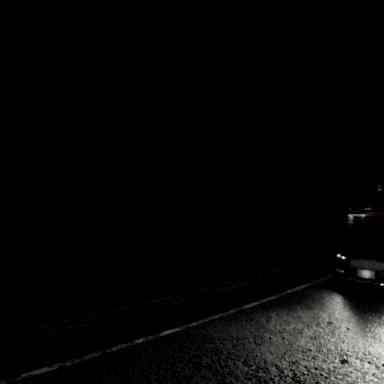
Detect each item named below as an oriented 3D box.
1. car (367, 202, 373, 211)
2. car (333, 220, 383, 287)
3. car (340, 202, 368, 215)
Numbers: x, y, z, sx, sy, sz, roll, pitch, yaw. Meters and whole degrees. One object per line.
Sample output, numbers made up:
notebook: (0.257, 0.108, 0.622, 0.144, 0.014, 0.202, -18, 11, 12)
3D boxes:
car: (26.386, 2.352, 52.236, 1.837, 1.490, 4.892, -4, -3, -2)
car: (5.484, 1.529, 8.989, 2.128, 1.511, 4.902, -1, -1, 44)
car: (22.725, 2.396, 47.653, 1.837, 1.490, 4.892, -4, -3, 4)
